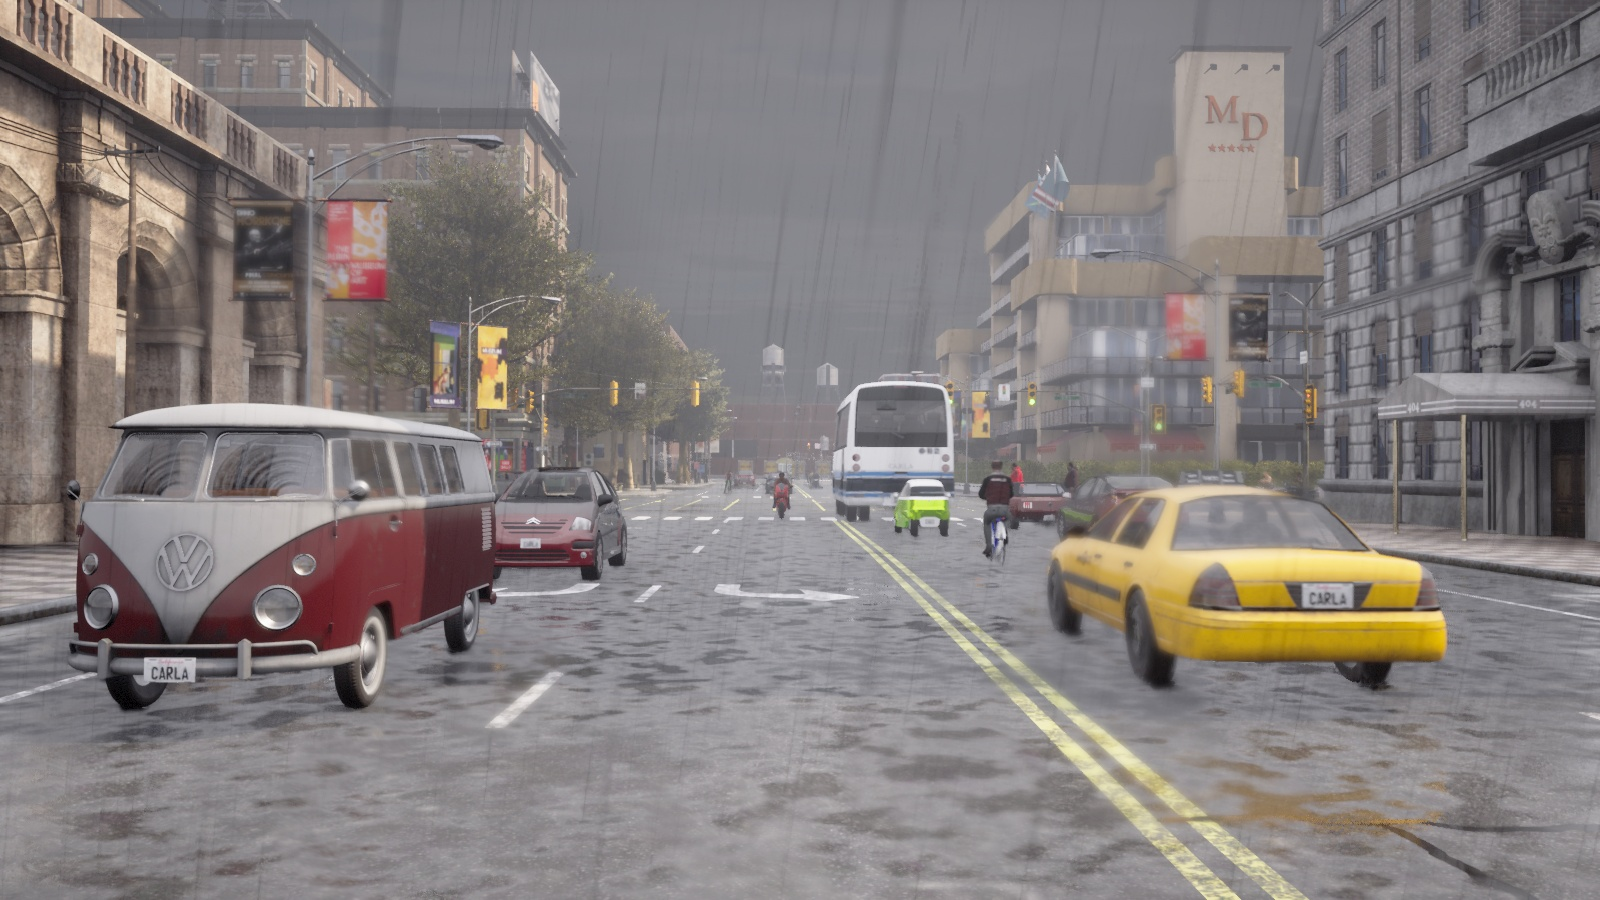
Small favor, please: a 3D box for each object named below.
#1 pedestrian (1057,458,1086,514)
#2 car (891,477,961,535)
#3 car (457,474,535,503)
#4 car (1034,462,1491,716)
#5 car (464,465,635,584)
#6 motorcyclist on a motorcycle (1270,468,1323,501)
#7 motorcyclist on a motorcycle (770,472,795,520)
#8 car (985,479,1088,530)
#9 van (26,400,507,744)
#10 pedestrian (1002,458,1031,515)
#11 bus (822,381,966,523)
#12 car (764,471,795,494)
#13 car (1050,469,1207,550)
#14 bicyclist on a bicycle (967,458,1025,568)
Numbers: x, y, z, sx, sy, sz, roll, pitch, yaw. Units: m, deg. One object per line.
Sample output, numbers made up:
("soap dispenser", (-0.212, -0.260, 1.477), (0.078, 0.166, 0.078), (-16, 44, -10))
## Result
("pedestrian", (8.973, 1.179, 41.517), (0.899, 1.844, 0.634), (0, -1, 10))
("car", (3.118, 1.383, 31.429), (1.481, 1.376, 2.207), (0, -1, -1))
("car", (-15.938, 1.997, 65.956), (3.633, 1.501, 1.845), (0, -1, -1))
("car", (3.386, 0.915, 10.518), (1.801, 1.575, 5.366), (0, -1, 0))
("car", (-3.690, 1.049, 19.162), (1.851, 1.617, 3.988), (0, -1, -1))
("motorcyclist on a motorcycle", (24.891, 1.721, 62.998), (2.350, 1.649, 0.766), (0, -1, -1))
("motorcyclist on a motorcycle", (-0.581, 1.483, 40.802), (0.797, 1.523, 2.044), (0, -1, -1))
("car", (6.547, 1.479, 35.251), (1.895, 1.301, 4.718), (0, -1, -1))
("van", (-3.607, 0.741, 9.502), (1.775, 1.987, 4.442), (0, -1, -1))
("pedestrian", (7.184, 1.208, 41.611), (0.899, 1.844, 0.634), (0, -1, 12))
("bus", (2.898, 0.143, 42.808), (3.944, 4.253, 10.273), (0, -1, -1))
("car", (-1.442, 2.247, 87.812), (2.128, 1.511, 4.902), (0, -1, -1))
("car", (6.719, 1.174, 26.231), (2.007, 1.525, 4.514), (0, -1, -1))
("bicyclist on a bicycle", (3.292, 1.028, 21.226), (0.659, 1.776, 1.843), (0, -1, -1))
